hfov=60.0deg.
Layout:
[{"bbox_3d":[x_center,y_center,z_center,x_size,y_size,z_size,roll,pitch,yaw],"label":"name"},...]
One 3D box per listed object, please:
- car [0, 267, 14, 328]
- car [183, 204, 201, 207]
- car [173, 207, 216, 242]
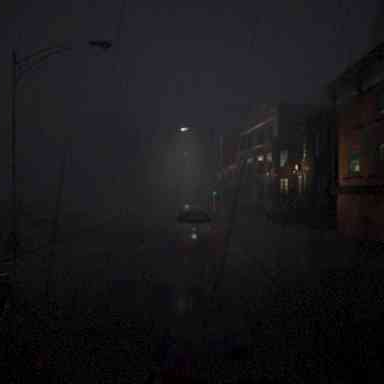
[{"bbox_3d":[-4.100,1.573,4.116,1.994,1.385,4.181,0,0,0],"label":"car"},{"bbox_3d":[-0.010,1.657,27.058,1.895,1.301,4.718,0,0,0],"label":"car"},{"bbox_3d":[0.094,1.635,16.552,1.895,1.301,4.718,0,0,0],"label":"car"}]
